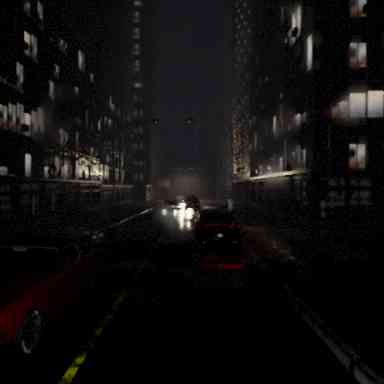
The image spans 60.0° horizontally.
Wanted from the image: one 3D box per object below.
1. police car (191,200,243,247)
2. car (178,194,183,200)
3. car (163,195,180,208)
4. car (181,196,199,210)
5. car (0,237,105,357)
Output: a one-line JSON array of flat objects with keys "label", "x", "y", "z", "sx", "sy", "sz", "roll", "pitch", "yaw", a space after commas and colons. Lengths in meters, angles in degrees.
[{"label": "police car", "x": 1.048, "y": 1.405, "z": 14.985, "sx": 1.930, "sy": 1.638, "sz": 5.238, "roll": 0, "pitch": 0, "yaw": 0}, {"label": "car", "x": -3.012, "y": 1.316, "z": 89.915, "sx": 2.097, "sy": 1.767, "sz": 4.553, "roll": 0, "pitch": 0, "yaw": 0}, {"label": "car", "x": -3.090, "y": 1.553, "z": 48.093, "sx": 1.895, "sy": 1.301, "sz": 4.718, "roll": 0, "pitch": 0, "yaw": 0}, {"label": "car", "x": 0.068, "y": 1.503, "z": 41.412, "sx": 2.033, "sy": 1.411, "sz": 5.357, "roll": 0, "pitch": 0, "yaw": 0}, {"label": "car", "x": -3.100, "y": 1.591, "z": 6.121, "sx": 1.895, "sy": 1.301, "sz": 4.718, "roll": 0, "pitch": 0, "yaw": 0}]
